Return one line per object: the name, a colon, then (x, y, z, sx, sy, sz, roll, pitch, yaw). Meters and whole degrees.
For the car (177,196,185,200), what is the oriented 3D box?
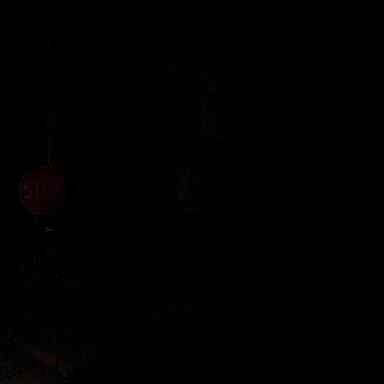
car: (-3.513, 1.790, 85.354, 4.193, 1.474, 1.816, 0, 0, 37)
